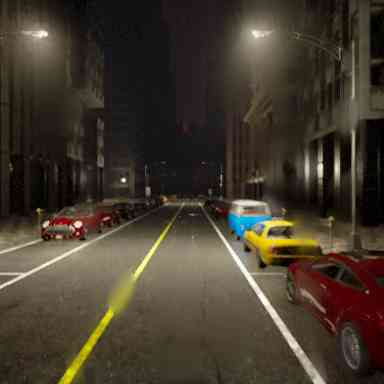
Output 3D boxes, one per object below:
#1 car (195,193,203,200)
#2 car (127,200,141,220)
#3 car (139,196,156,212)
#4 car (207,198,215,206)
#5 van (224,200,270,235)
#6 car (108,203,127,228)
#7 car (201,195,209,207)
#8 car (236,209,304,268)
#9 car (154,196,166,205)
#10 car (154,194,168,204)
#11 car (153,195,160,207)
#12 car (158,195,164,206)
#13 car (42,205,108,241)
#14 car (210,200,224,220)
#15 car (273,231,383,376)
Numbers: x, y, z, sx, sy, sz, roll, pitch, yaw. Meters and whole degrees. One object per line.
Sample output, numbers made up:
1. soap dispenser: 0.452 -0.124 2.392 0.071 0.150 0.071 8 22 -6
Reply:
1. car: 2.702 1.406 93.670 1.967 1.590 4.097 0 0 0
2. car: -5.778 1.551 27.657 1.947 1.339 4.313 0 0 0
3. car: -5.786 1.531 38.861 2.008 1.369 4.403 0 0 0
4. car: 2.743 1.563 33.282 1.802 1.307 4.206 0 0 0
5. van: 2.755 1.331 16.475 1.690 1.788 3.998 0 0 0
6. car: -5.774 1.570 22.055 1.802 1.307 4.206 0 0 0
7. car: 2.732 1.519 50.088 1.887 1.381 4.507 0 0 0
8. car: 2.759 1.518 11.043 1.752 1.417 4.829 0 0 0
9. car: -5.801 1.498 61.098 1.752 1.417 4.829 0 0 0
10. car: -5.797 1.289 55.666 2.192 1.841 5.009 0 0 0
11. car: -5.789 1.503 44.292 1.752 1.417 4.829 0 0 0
12. car: -5.793 1.521 50.064 1.887 1.381 4.507 0 0 0
13. car: -5.770 1.431 16.454 1.967 1.590 4.097 0 0 0
14. car: 2.747 1.565 27.680 1.802 1.307 4.206 0 0 0
15. car: 2.762 1.578 5.272 1.802 1.307 4.206 0 0 0
